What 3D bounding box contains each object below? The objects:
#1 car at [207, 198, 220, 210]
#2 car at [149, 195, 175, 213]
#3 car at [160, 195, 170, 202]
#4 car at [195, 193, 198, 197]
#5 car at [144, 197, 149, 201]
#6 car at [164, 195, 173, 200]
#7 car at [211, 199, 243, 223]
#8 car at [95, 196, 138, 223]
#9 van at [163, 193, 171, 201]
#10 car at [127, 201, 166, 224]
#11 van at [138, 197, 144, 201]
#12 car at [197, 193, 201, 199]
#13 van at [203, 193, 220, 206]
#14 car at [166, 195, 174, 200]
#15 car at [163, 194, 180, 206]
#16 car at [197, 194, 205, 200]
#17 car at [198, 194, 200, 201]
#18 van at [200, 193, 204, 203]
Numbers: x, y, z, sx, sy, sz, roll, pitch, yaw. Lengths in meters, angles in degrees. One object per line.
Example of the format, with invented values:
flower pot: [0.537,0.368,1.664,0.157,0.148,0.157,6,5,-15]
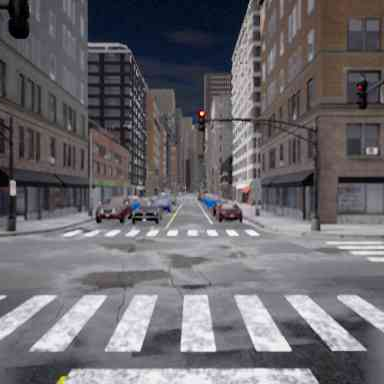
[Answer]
car: [2.730,1.520,30.715,1.947,1.339,4.313,0,0,0]
car: [-3.241,1.424,36.667,1.882,1.535,5.008,0,0,0]
car: [-5.979,1.444,74.690,2.008,1.369,4.403,0,0,0]
car: [2.524,1.202,80.226,2.192,1.841,5.009,0,0,0]
car: [-5.842,1.379,41.682,1.967,1.590,4.097,0,0,0]
car: [-6.024,1.446,85.693,1.947,1.339,4.313,0,0,0]
car: [2.753,1.507,25.213,1.887,1.381,4.507,0,0,0]
car: [-5.774,1.277,25.178,2.192,1.841,5.009,0,0,0]
van: [-6.002,1.228,80.191,1.690,1.788,3.998,0,0,0]
car: [-3.199,1.564,24.453,1.895,1.301,4.718,0,0,0]
van: [-5.796,1.295,30.679,1.690,1.788,3.998,0,0,0]
car: [2.547,1.476,74.725,1.802,1.307,4.206,0,0,0]
van: [2.683,1.280,41.717,1.690,1.788,3.998,0,0,0]
car: [-6.047,1.456,91.194,1.802,1.307,4.206,0,0,0]
car: [-3.285,1.431,51.834,1.837,1.490,4.892,0,0,0]
car: [2.478,1.315,91.229,1.967,1.590,4.097,0,0,0]
car: [2.593,1.490,63.723,1.802,1.307,4.206,0,0,0]
van: [2.638,1.265,52.720,1.690,1.788,3.998,0,0,0]
